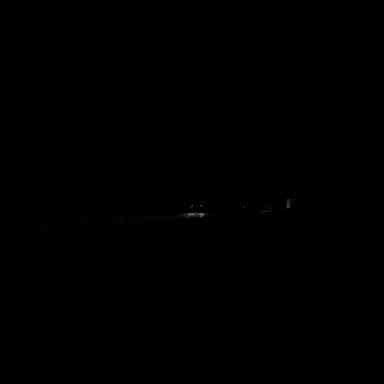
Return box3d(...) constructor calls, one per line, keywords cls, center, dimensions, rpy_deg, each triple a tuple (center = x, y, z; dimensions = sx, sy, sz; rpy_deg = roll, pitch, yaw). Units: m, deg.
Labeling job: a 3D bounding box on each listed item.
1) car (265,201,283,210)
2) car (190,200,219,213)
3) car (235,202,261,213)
box3d(cls="car", center=(13.866, 2.306, 56.135), dimensions=(1.837, 1.490, 4.892), rpy_deg=(1, 0, 36))
box3d(cls="car", center=(1.707, 1.843, 43.986), dimensions=(2.097, 1.767, 4.553), rpy_deg=(1, -1, 36))
box3d(cls="car", center=(8.129, 2.186, 48.020), dimensions=(2.033, 1.411, 5.357), rpy_deg=(1, -1, 36))
